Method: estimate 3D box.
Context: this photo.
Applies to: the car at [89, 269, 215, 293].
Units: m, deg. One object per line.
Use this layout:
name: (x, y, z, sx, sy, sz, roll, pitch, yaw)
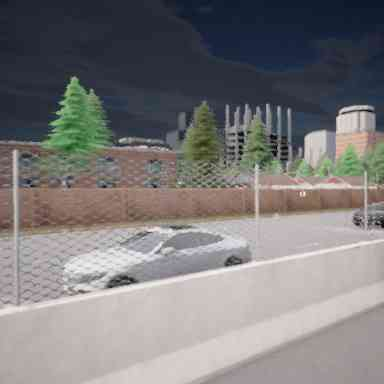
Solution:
car: (-0.578, 1.535, 7.875, 4.674, 1.442, 1.812, 0, 0, -36)
